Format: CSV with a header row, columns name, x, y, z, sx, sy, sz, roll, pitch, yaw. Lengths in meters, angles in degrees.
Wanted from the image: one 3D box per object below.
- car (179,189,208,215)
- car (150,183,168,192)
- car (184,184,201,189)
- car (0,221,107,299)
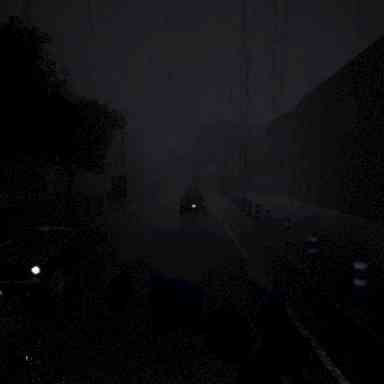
name,x,y,z,sx,sy,sz,roll,pitch,yaw
car,0.118,0.786,24.001,1.994,1.385,4.181,0,3,0
car,-5.253,-0.665,52.298,1.994,1.385,4.181,-1,3,-22
car,0.066,-0.194,40.997,1.882,1.535,5.008,0,3,-1
car,-3.595,1.464,8.263,1.895,1.301,4.718,0,1,0
